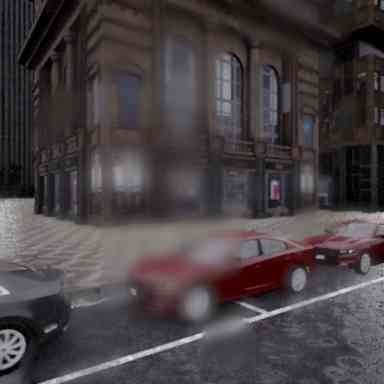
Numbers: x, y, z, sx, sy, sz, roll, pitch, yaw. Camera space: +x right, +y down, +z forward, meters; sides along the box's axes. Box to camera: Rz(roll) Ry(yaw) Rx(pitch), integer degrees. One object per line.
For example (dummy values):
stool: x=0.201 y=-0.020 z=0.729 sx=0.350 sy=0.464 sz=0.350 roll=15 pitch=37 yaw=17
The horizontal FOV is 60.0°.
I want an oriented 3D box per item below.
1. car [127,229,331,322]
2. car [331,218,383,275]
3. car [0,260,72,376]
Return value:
car: x=0.808 y=1.545 z=7.223 sx=4.507 sy=1.381 sz=1.887 roll=0 pitch=0 yaw=-35
car: x=5.383 y=1.545 z=10.484 sx=4.507 sy=1.381 sz=1.887 roll=0 pitch=0 yaw=-35
car: x=-3.762 y=1.551 z=3.965 sx=4.403 sy=1.369 sz=2.008 roll=0 pitch=0 yaw=-35
